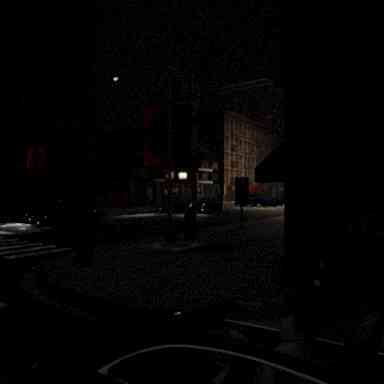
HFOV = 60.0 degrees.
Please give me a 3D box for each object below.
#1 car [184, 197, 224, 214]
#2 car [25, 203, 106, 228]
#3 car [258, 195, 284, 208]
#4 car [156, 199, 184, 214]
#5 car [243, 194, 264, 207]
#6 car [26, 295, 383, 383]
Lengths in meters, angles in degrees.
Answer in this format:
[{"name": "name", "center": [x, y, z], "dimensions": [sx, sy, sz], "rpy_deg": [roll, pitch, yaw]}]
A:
[{"name": "car", "center": [1.629, 1.390, 36.263], "dimensions": [2.097, 1.767, 4.553], "rpy_deg": [0, 0, 36]}, {"name": "car", "center": [-8.265, 1.609, 22.442], "dimensions": [1.895, 1.301, 4.718], "rpy_deg": [0, 0, 36]}, {"name": "car", "center": [12.577, 1.588, 51.404], "dimensions": [1.882, 1.535, 5.008], "rpy_deg": [0, 0, 36]}, {"name": "car", "center": [-1.929, 1.517, 36.879], "dimensions": [2.128, 1.511, 4.902], "rpy_deg": [0, 0, 36]}, {"name": "car", "center": [9.897, 1.294, 53.243], "dimensions": [2.150, 2.045, 5.566], "rpy_deg": [0, 0, 36]}, {"name": "car", "center": [0.449, 1.550, 2.529], "dimensions": [4.403, 1.369, 2.008], "rpy_deg": [0, 0, 36]}]
